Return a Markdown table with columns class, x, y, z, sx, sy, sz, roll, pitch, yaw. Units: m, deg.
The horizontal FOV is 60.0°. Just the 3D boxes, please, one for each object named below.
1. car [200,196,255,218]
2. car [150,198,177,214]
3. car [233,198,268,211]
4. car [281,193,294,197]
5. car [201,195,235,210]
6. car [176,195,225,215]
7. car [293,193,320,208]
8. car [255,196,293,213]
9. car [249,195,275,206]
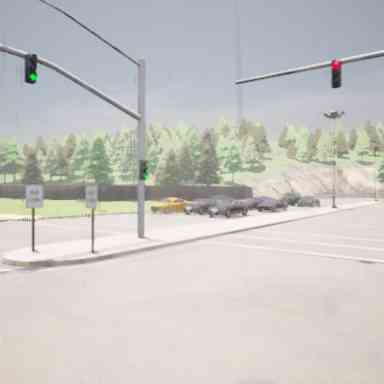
| class | x | y | z | sx | sy | sz | roll | pitch | yaw |
| --- | --- | --- | --- | --- | --- | --- | --- | --- | --- |
| car | 3.205 | 1.400 | 28.942 | 2.128 | 1.511 | 4.902 | 0 | 0 | 36 |
| car | -2.121 | 1.341 | 33.504 | 1.882 | 1.535 | 5.008 | 0 | 0 | 36 |
| car | 7.144 | 1.434 | 40.273 | 2.033 | 1.411 | 5.357 | 0 | 0 | 36 |
| car | 15.171 | 1.110 | 51.238 | 2.150 | 2.045 | 5.566 | 0 | 0 | 36 |
| car | 3.258 | 1.216 | 40.879 | 2.097 | 1.767 | 4.553 | 0 | 0 | 36 |
| car | 1.092 | 1.378 | 31.974 | 2.128 | 1.511 | 4.902 | 0 | 0 | 36 |
| car | 16.566 | 1.262 | 47.231 | 2.097 | 1.767 | 4.553 | 0 | 0 | 36 |
| car | 8.948 | 1.457 | 36.825 | 2.033 | 1.411 | 5.357 | 0 | 0 | 36 |
| car | 10.843 | 1.343 | 51.248 | 1.882 | 1.535 | 5.008 | 0 | 0 | 36 |
